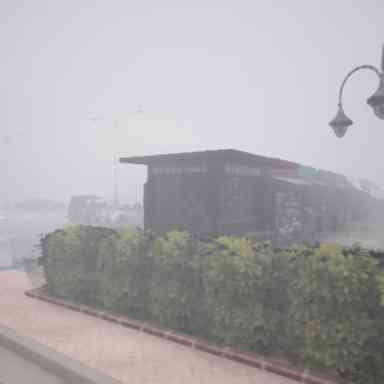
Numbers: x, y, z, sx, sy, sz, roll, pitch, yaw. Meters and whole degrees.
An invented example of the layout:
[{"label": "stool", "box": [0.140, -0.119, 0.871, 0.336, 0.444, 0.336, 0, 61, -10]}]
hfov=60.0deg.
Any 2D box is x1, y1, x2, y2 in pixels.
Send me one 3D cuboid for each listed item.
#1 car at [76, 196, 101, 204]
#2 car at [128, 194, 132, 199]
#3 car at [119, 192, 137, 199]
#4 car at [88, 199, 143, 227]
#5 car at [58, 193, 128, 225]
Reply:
[{"label": "car", "box": [-20.812, 1.535, 66.906, 1.812, 1.442, 4.674, 0, 0, 34]}, {"label": "car", "box": [-10.833, 1.408, 46.394, 1.970, 1.475, 3.806, 0, 0, 34]}, {"label": "car", "box": [-15.053, 1.131, 75.489, 2.150, 2.045, 5.566, 0, 0, 34]}, {"label": "car", "box": [-4.182, 1.402, 20.849, 1.970, 1.475, 3.806, 0, 0, 34]}, {"label": "car", "box": [-6.575, 1.162, 22.479, 1.905, 1.878, 3.866, 0, 0, 34]}]
